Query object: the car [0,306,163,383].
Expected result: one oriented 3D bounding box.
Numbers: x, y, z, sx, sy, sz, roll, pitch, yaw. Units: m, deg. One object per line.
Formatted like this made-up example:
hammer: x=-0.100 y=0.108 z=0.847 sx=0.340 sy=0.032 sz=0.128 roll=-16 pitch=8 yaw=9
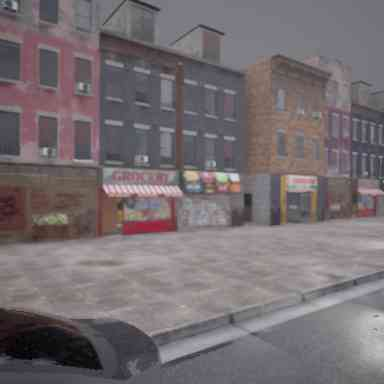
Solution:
car: x=-2.346 y=1.503 z=1.402 sx=4.892 sy=1.490 sz=1.837 roll=1 pitch=0 yaw=-35
